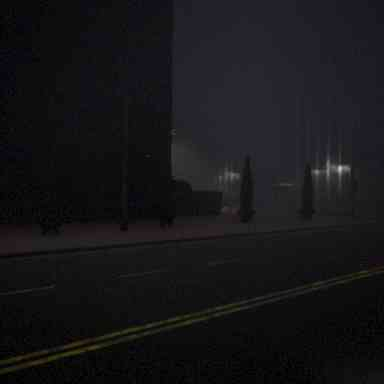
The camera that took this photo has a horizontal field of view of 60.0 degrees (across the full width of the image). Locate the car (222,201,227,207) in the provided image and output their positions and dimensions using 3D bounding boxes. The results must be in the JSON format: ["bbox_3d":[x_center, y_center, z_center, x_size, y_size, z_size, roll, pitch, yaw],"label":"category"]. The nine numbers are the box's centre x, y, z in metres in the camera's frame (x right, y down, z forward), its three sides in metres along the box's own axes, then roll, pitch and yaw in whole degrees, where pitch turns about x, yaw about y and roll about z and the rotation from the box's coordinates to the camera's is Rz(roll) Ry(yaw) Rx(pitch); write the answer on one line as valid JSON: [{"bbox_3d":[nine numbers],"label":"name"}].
[{"bbox_3d":[4.469,1.997,61.524,1.994,1.385,4.181,1,0,-36],"label":"car"}]
